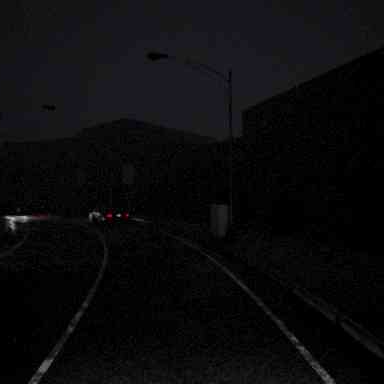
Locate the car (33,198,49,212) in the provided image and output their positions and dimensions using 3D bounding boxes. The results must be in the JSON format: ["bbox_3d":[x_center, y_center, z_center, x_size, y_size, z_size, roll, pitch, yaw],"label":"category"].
[{"bbox_3d":[-18.014,1.465,37.322,4.902,1.511,2.128,0,-1,38],"label":"car"}]

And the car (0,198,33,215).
[{"bbox_3d":[-18.132,1.428,32.739,4.902,1.511,2.128,0,-1,40],"label":"car"}]

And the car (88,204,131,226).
[{"bbox_3d":[-5.958,1.565,23.738,2.033,1.411,5.357,1,0,-29],"label":"car"}]
